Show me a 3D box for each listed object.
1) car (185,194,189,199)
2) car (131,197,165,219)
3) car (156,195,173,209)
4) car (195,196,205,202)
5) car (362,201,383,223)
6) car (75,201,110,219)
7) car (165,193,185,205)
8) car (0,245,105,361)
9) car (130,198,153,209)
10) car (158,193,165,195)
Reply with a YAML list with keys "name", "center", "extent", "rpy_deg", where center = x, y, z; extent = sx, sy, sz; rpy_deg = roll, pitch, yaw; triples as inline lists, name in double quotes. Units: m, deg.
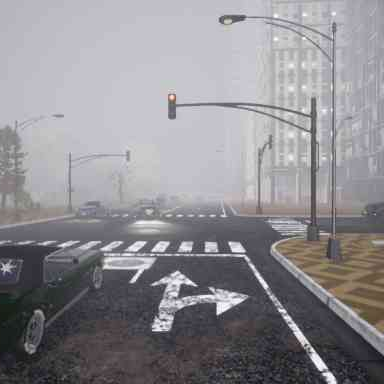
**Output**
- name: "car"
  center: [-1.655, 1.142, 73.587]
  extent: [1.812, 1.442, 4.674]
  rpy_deg: [0, 0, 5]
- name: "car"
  center: [-3.955, 1.461, 29.239]
  extent: [2.128, 1.511, 4.902]
  rpy_deg: [0, 0, -12]
- name: "car"
  center: [-4.095, 1.497, 44.237]
  extent: [1.837, 1.490, 4.892]
  rpy_deg: [0, 0, 5]
- name: "car"
  center: [1.819, 1.530, 76.237]
  extent: [1.812, 1.442, 4.674]
  rpy_deg: [0, 0, 5]
- name: "car"
  center: [14.841, 1.059, 22.956]
  extent: [5.566, 2.045, 2.150]
  rpy_deg: [0, 0, 5]
- name: "car"
  center: [-8.555, 1.513, 29.113]
  extent: [1.812, 1.442, 4.674]
  rpy_deg: [0, 0, 4]
- name: "car"
  center: [-2.961, 1.348, 58.228]
  extent: [2.097, 1.767, 4.553]
  rpy_deg: [0, 0, 5]
- name: "car"
  center: [-3.038, 1.600, 5.960]
  extent: [1.895, 1.301, 4.718]
  rpy_deg: [0, 0, 1]
- name: "car"
  center: [-7.127, 1.539, 47.090]
  extent: [2.033, 1.411, 5.357]
  rpy_deg: [0, 0, 5]
- name: "car"
  center: [-5.657, 1.218, 64.725]
  extent: [2.150, 2.045, 5.566]
  rpy_deg: [0, 0, 5]
